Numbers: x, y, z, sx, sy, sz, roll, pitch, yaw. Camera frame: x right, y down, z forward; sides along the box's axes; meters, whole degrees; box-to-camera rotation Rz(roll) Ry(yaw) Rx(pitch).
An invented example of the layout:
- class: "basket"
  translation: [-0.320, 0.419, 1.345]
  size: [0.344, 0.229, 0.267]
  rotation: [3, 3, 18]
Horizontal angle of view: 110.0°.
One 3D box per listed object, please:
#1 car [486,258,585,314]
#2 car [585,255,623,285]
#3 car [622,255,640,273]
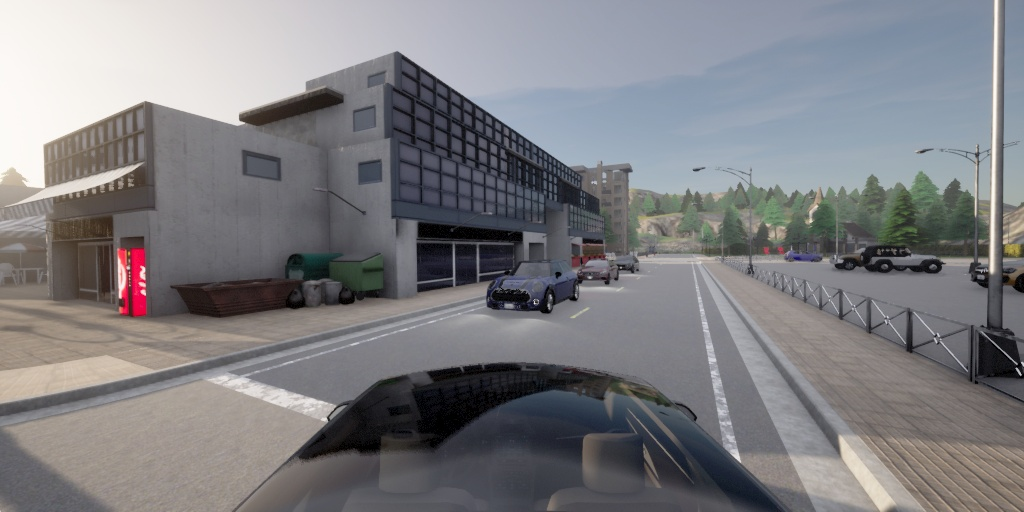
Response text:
- class: "car"
  translation: [0.903, 0.913, 13.052]
  size: [2.097, 1.767, 4.553]
  rotation: [0, 1, 26]
- class: "car"
  translation: [5.379, 0.881, 22.109]
  size: [1.812, 1.442, 4.674]
  rotation: [0, 1, 26]
- class: "car"
  translation: [9.938, 0.650, 31.300]
  size: [1.837, 1.490, 4.892]
  rotation: [0, 1, 27]
